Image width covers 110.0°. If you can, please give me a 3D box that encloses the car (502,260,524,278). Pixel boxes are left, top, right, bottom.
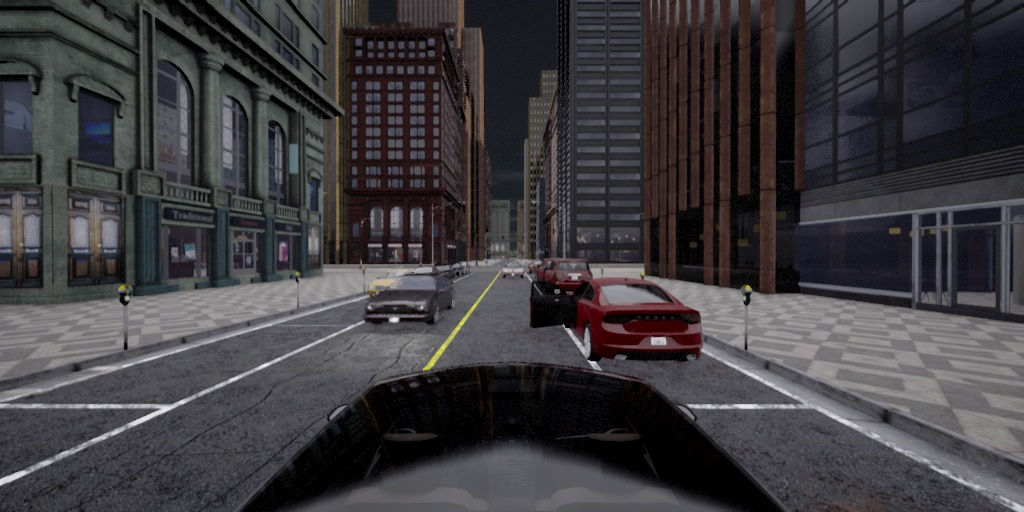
[{"bbox_3d":[0.107,1.341,33.435,1.895,1.301,4.718,0,0,0],"label":"car"}]

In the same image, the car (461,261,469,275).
[{"bbox_3d":[-5.713,1.307,35.198,1.948,1.339,4.313,0,0,0],"label":"car"}]

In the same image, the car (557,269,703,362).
[{"bbox_3d":[2.370,1.224,8.261,1.882,1.535,5.008,0,0,0],"label":"car"}]

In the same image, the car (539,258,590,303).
[{"bbox_3d":[2.787,1.056,18.279,2.192,1.841,5.009,0,0,0],"label":"car"}]

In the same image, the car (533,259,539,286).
[{"bbox_3d":[2.795,1.055,23.915,2.192,1.841,5.009,0,0,0],"label":"car"}]

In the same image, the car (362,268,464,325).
[{"bbox_3d":[-3.085,1.291,12.058,2.033,1.411,5.357,0,0,0],"label":"car"}]

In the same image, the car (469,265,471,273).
[{"bbox_3d":[-5.704,1.292,40.835,2.007,1.370,4.403,0,0,0],"label":"car"}]

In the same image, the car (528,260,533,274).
[{"bbox_3d":[2.821,1.181,40.823,1.967,1.591,4.097,0,0,0],"label":"car"}]

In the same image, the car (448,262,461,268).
[{"bbox_3d":[-5.721,1.306,29.562,1.948,1.339,4.313,0,0,0],"label":"car"}]

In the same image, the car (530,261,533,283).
[{"bbox_3d":[2.804,1.306,29.551,1.948,1.339,4.313,0,0,0],"label":"car"}]

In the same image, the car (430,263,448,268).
[{"bbox_3d":[-5.730,1.323,23.925,1.802,1.307,4.207,0,0,0],"label":"car"}]

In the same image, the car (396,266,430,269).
[{"bbox_3d":[-5.738,1.267,18.119,1.751,1.417,4.829,0,0,0],"label":"car"}]
